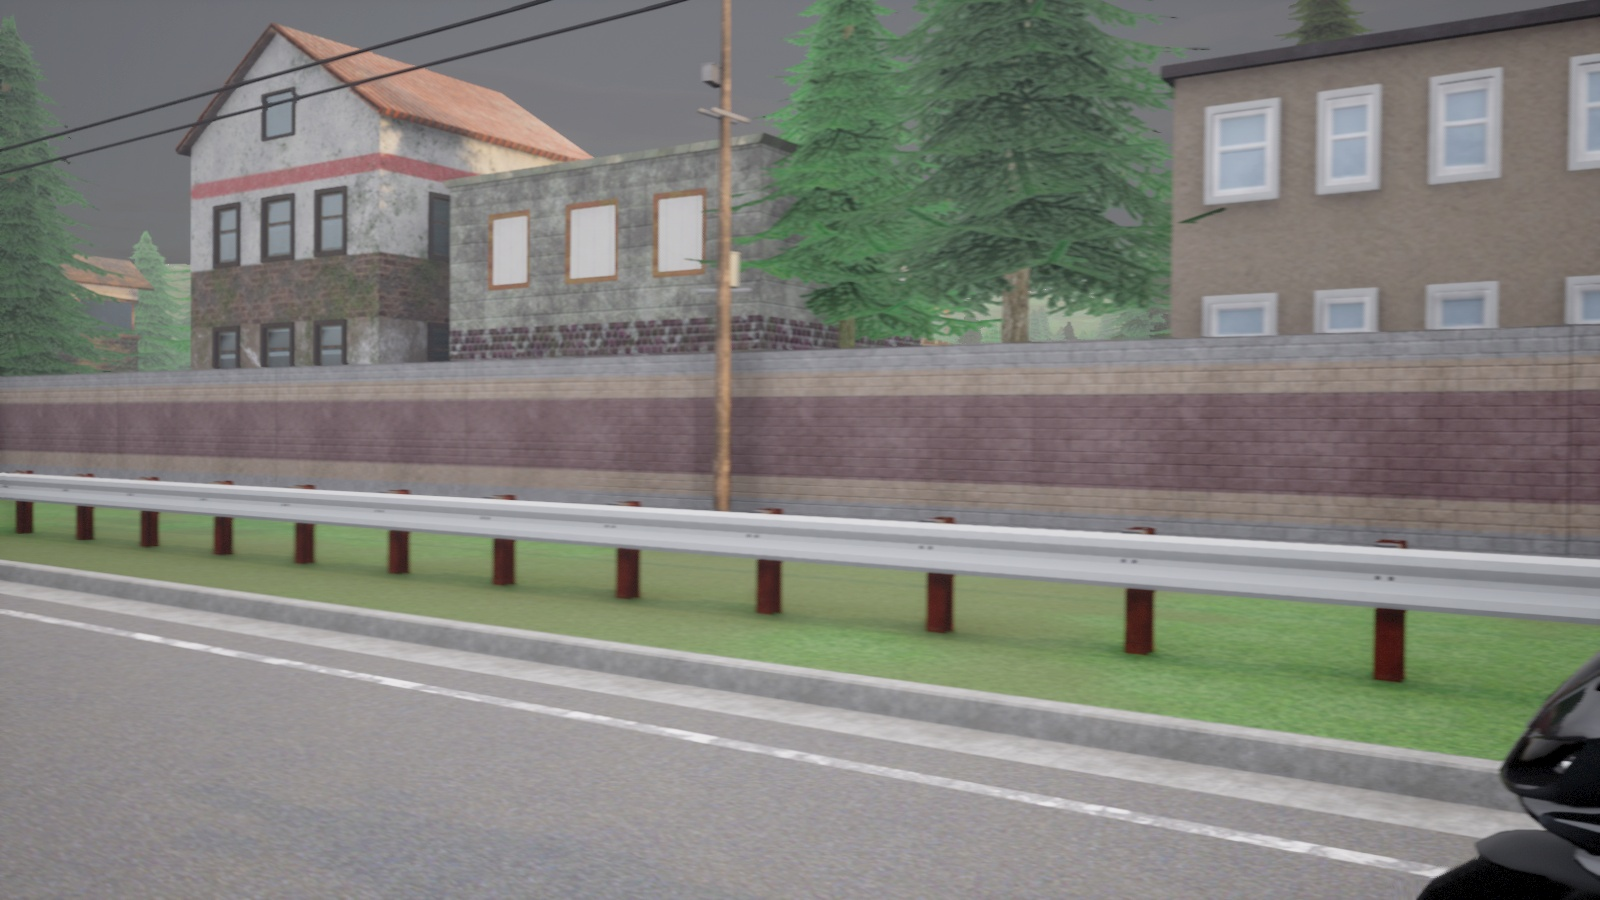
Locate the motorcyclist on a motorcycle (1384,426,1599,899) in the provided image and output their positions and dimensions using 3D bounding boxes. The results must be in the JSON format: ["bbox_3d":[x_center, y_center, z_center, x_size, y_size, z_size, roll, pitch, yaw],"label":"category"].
[{"bbox_3d":[2.255,0.718,2.126,2.191,1.530,0.866,0,1,34],"label":"motorcyclist on a motorcycle"}]
